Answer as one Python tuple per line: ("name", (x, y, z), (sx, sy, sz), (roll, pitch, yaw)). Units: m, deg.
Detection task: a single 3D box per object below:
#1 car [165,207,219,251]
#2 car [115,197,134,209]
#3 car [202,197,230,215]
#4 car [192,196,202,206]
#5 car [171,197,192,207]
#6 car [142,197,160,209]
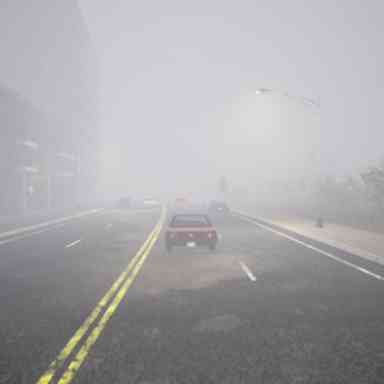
("car", (-0.092, 1.542, 13.904), (1.895, 1.301, 4.718), (0, 0, -2))
("car", (-8.390, 1.317, 41.661), (1.882, 1.535, 5.008), (0, 0, -5))
("car", (2.336, 1.413, 31.155), (1.994, 1.385, 4.181), (0, 0, -4))
("car", (0.820, 1.287, 49.096), (1.812, 1.442, 4.674), (0, 1, -5))
("car", (-1.372, 1.308, 37.869), (1.882, 1.535, 5.008), (0, 0, -4))
("car", (-5.165, 1.350, 42.102), (1.812, 1.442, 4.674), (0, 0, -5))
